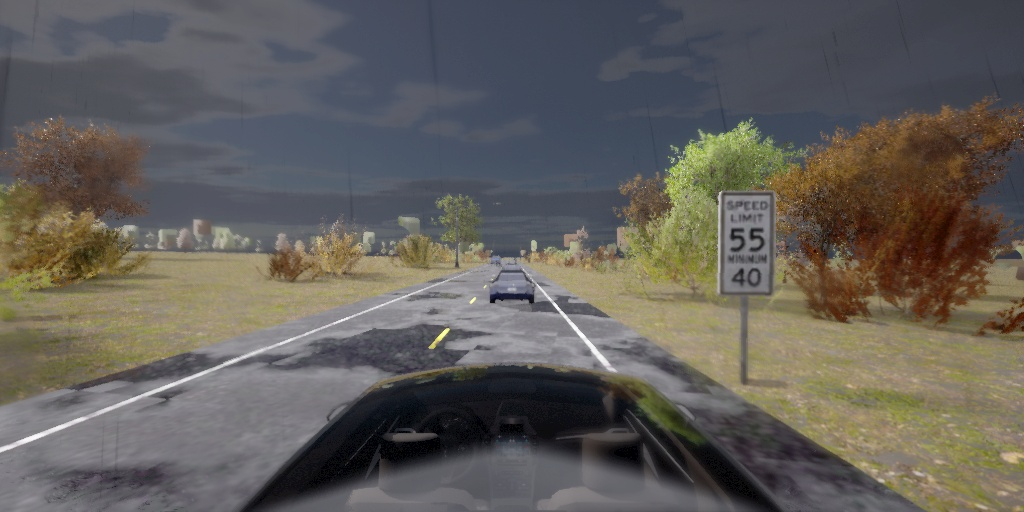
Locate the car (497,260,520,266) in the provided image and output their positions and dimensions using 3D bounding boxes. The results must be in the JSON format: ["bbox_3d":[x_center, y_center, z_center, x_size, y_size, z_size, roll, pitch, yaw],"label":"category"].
[{"bbox_3d":[0.000,1.319,31.504,2.033,1.411,5.357,0,0,0],"label":"car"}]

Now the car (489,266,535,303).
[{"bbox_3d":[0.000,1.321,16.502,1.994,1.385,4.181,0,0,0],"label":"car"}]
